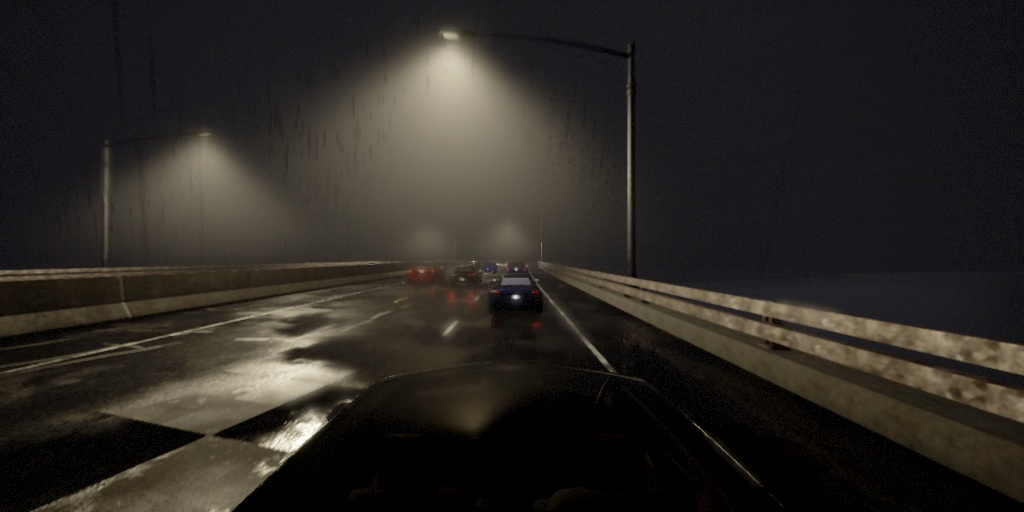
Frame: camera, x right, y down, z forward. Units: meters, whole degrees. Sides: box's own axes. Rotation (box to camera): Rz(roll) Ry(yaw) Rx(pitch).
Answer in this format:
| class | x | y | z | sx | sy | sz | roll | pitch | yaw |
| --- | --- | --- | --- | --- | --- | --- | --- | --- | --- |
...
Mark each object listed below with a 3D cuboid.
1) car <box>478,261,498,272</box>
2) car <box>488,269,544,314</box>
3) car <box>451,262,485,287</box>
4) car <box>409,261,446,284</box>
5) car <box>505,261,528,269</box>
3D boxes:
| class | x | y | z | sx | sy | sz | roll | pitch | yaw |
| --- | --- | --- | --- | --- | --- | --- | --- | --- | --- |
| car | -2.837 | 1.443 | 45.369 | 1.882 | 1.535 | 5.008 | 0 | 0 | 1 |
| car | 0.152 | 1.368 | 14.130 | 1.994 | 1.385 | 4.181 | 0 | 0 | 0 |
| car | -3.223 | 1.382 | 25.889 | 1.812 | 1.442 | 4.674 | 0 | 0 | 1 |
| car | -6.677 | 1.221 | 28.799 | 2.097 | 1.767 | 4.553 | 0 | 0 | 1 |
| car | 0.407 | 1.250 | 33.570 | 2.097 | 1.767 | 4.553 | 0 | 0 | 1 |
